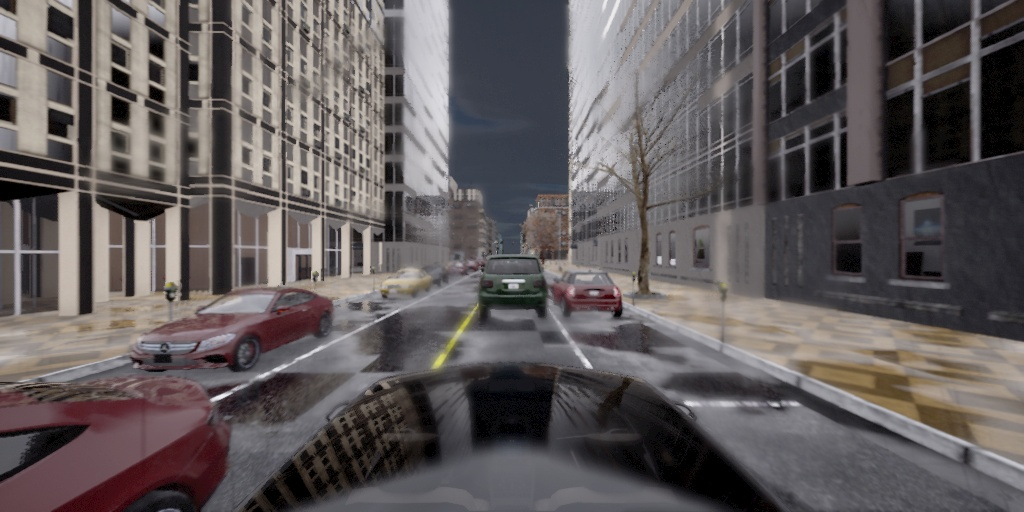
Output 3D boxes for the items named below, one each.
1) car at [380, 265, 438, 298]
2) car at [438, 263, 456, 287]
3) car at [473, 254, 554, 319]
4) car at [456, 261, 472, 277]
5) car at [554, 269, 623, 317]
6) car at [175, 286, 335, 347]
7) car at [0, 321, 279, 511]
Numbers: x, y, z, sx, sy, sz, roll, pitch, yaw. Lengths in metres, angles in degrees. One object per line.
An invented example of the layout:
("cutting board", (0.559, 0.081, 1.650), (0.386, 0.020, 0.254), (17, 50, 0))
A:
("car", (-5.311, 1.266, 18.479), (1.751, 1.417, 4.829), (0, 0, 0))
("car", (-5.309, 1.302, 24.196), (1.948, 1.339, 4.313), (0, 0, 0))
("car", (0.029, 0.965, 12.917), (2.150, 2.045, 5.566), (0, 0, 0))
("car", (-5.307, 1.311, 35.292), (1.802, 1.307, 4.207), (0, 0, 0))
("car", (2.568, 1.183, 13.099), (1.967, 1.591, 4.097), (0, 0, 0))
("car", (-5.314, 1.329, 7.554), (1.802, 1.307, 4.207), (0, 0, 0))
("car", (-2.850, 1.276, 0.617), (1.812, 1.442, 4.674), (0, 0, 0))
